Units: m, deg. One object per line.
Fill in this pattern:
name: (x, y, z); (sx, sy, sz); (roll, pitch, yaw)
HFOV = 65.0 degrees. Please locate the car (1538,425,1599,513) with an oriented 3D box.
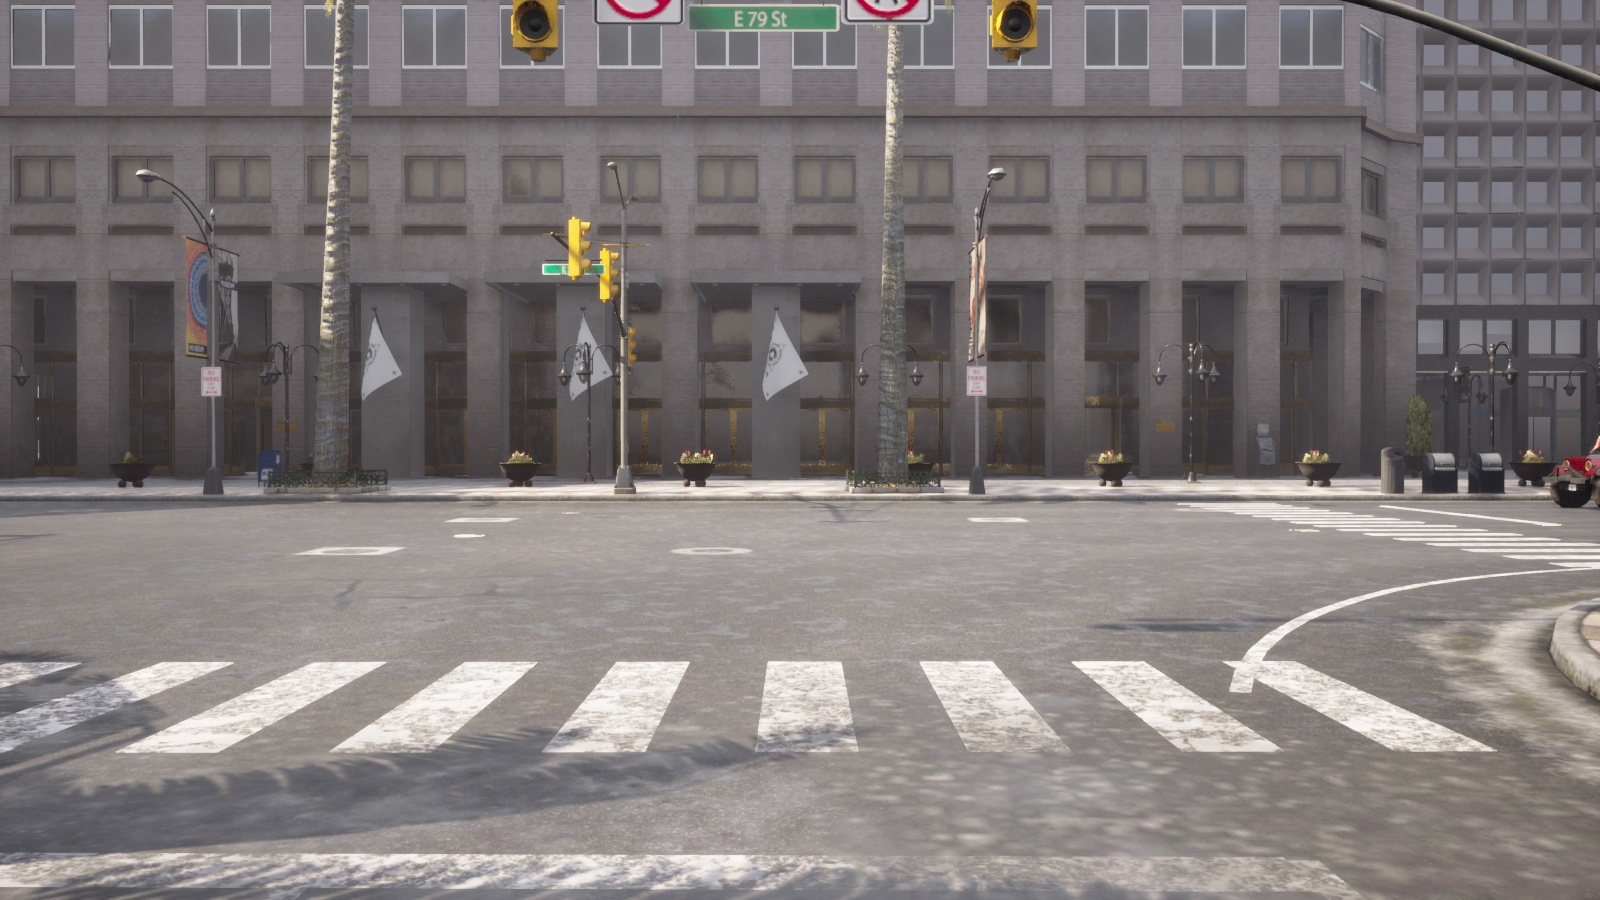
car: (18.784, 0.401, 27.708); (3.866, 1.878, 1.905); (0, 0, 1)
